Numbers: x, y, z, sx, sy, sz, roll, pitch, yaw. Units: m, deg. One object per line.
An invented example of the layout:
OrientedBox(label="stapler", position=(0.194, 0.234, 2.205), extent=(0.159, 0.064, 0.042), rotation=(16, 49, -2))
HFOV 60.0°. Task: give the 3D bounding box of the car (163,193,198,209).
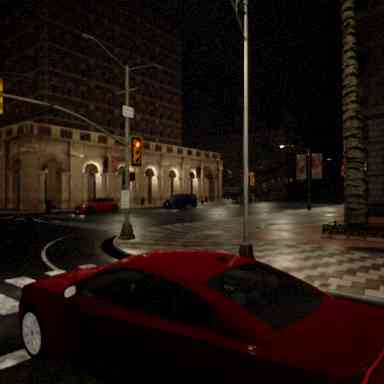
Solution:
OrientedBox(label="car", position=(-1.499, 1.211, 45.044), extent=(2.150, 2.045, 5.566), rotation=(0, 0, 38))

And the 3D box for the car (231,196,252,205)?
OrientedBox(label="car", position=(8.627, 1.481, 57.933), extent=(2.128, 1.511, 4.902), rotation=(0, 0, 38))

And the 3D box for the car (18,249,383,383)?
OrientedBox(label="car", position=(-0.319, 1.477, 4.179), extent=(5.008, 1.535, 1.882), rotation=(0, 0, 38))

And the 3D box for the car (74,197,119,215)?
OrientedBox(label="car", position=(-9.876, 1.341, 34.506), extent=(2.097, 1.767, 4.553), rotation=(0, 0, 40))
